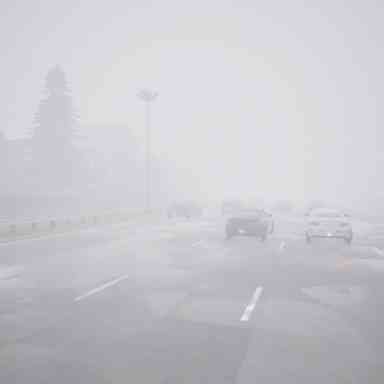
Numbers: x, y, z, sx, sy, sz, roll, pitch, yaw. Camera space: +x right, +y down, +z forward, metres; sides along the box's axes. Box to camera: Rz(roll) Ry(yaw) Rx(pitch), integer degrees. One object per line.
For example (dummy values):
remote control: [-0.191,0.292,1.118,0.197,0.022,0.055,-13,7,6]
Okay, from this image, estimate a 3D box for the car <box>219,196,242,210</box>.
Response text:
car: [5.135,1.395,43.704,1.882,1.535,5.008,0,0,19]

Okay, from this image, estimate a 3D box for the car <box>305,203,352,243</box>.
car: [6.404,1.486,15.795,1.812,1.442,4.674,0,0,19]

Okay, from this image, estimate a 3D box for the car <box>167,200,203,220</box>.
car: [-0.485,1.461,27.813,1.837,1.490,4.892,0,0,19]

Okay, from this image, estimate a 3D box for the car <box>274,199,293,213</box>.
car: [9.706,1.483,35.630,1.994,1.385,4.181,0,0,19]

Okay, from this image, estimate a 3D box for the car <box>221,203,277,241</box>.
car: [2.904,1.493,16.398,1.812,1.442,4.674,0,0,19]

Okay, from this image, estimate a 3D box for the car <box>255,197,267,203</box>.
car: [8.435,1.403,42.553,2.128,1.511,4.902,0,0,20]

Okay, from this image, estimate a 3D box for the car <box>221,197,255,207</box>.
car: [3.922,1.431,29.777,2.128,1.511,4.902,0,0,19]

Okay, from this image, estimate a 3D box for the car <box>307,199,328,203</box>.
car: [12.653,1.444,33.470,1.812,1.442,4.674,0,0,20]
